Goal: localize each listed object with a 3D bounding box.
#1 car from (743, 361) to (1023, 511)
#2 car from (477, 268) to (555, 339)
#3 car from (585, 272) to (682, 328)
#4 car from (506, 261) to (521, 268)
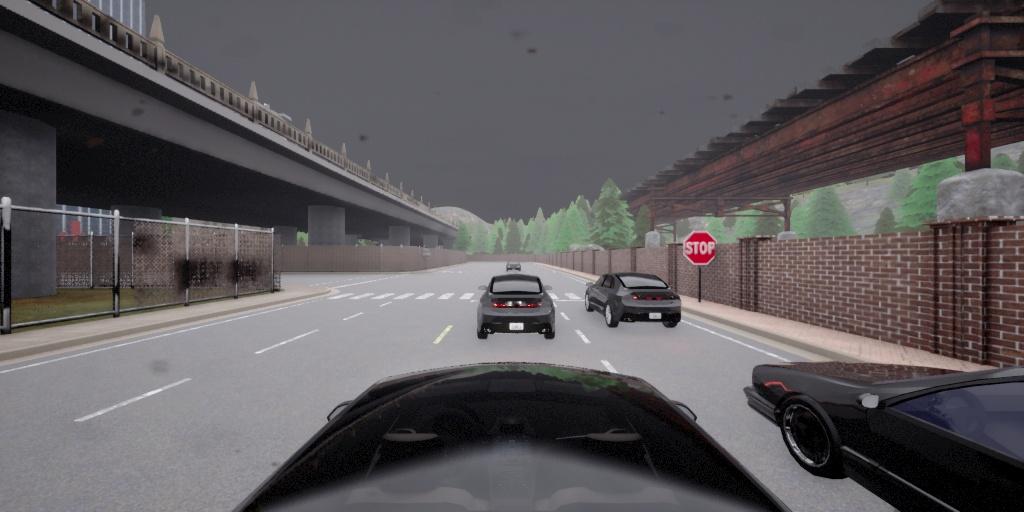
[{"bbox_3d":[3.600,1.297,1.668,2.033,1.411,5.357,0,0,0],"label":"car"},{"bbox_3d":[0.098,1.255,10.055,1.837,1.490,4.892,0,0,0],"label":"car"},{"bbox_3d":[3.600,1.255,11.414,1.837,1.490,4.892,0,0,0],"label":"car"},{"bbox_3d":[0.182,1.351,46.334,1.895,1.301,4.718,0,0,-1],"label":"car"}]
